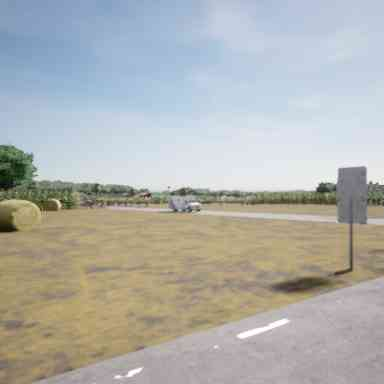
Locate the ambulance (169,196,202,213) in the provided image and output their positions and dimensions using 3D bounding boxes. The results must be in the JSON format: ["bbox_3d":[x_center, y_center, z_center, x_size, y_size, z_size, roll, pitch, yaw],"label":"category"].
[{"bbox_3d":[-1.027,1.816,50.664,2.351,2.431,6.366,0,-1,-35],"label":"ambulance"}]
